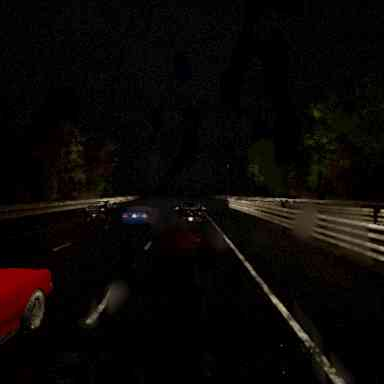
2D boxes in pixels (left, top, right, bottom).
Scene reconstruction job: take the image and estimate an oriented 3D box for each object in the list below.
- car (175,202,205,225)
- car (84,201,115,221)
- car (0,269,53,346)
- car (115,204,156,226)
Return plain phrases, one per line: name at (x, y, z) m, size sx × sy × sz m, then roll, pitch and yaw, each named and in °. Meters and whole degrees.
car at (-0.127, 1.500, 24.228) m, size 1.837 × 1.490 × 4.892 m, roll 0°, pitch 0°, yaw -1°
car at (-7.171, 1.489, 26.671) m, size 2.128 × 1.511 × 4.902 m, roll 0°, pitch 0°, yaw -1°
car at (-3.416, 1.599, 3.872) m, size 1.895 × 1.301 × 4.718 m, roll 0°, pitch 0°, yaw 0°
car at (-3.603, 1.543, 23.098) m, size 2.033 × 1.411 × 5.357 m, roll 0°, pitch 0°, yaw -1°
